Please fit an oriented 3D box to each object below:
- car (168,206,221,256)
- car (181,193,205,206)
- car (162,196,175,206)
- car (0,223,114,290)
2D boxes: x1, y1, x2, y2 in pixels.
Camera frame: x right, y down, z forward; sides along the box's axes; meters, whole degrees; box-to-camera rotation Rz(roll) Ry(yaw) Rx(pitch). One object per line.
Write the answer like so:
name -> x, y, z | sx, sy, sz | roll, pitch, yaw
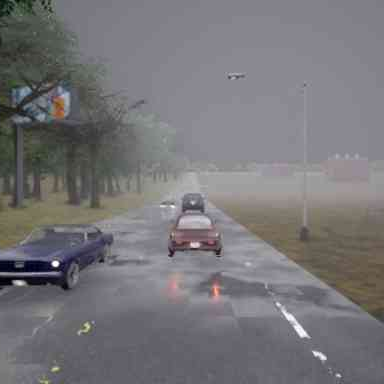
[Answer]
car -> 0.098, 1.505, 12.886 | 1.812, 1.442, 4.674 | 0, 0, 0
car -> 0.098, 1.117, 32.994 | 2.150, 2.045, 5.566 | 0, 0, 0
car -> -3.577, 1.290, 50.973 | 1.812, 1.442, 4.674 | 0, 1, 0
car -> -3.600, 1.589, 9.148 | 1.895, 1.301, 4.718 | 0, 0, 0
